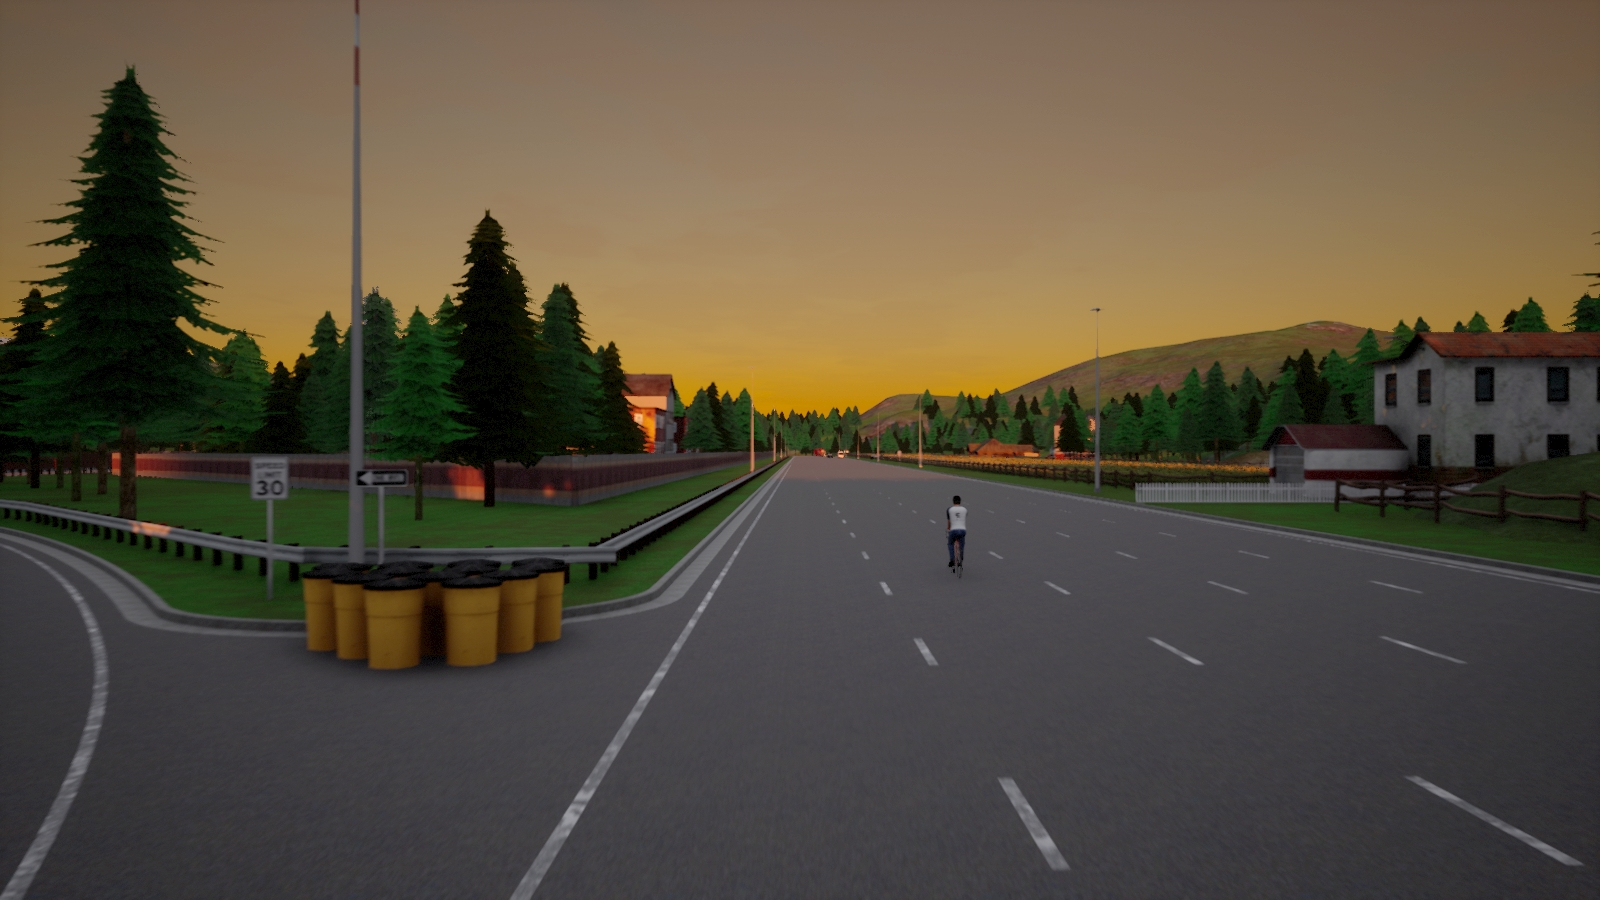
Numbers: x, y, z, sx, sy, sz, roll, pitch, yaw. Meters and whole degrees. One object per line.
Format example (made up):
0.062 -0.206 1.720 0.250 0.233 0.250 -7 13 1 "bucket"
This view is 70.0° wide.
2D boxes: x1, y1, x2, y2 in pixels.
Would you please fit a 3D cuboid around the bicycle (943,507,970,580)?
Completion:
3.498 2.067 25.590 0.373 1.496 1.643 0 0 0 "bicycle"
